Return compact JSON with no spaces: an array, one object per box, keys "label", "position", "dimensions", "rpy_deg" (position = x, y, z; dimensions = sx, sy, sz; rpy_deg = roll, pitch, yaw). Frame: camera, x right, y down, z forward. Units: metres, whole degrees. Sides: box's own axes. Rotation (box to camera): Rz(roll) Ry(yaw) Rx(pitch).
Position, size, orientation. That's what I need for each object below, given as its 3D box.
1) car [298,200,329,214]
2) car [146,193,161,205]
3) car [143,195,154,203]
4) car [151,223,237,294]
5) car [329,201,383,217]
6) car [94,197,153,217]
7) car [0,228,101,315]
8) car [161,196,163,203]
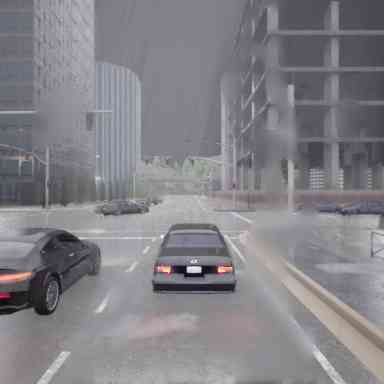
[{"label":"car","position":[12.969,1.508,33.733],"dimensions":[4.181,1.385,1.994],"rpy_deg":[0,0,0]},{"label":"car","position":[-7.207,1.221,58.513],"dimensions":[2.150,2.045,5.566],"rpy_deg":[0,0,0]},{"label":"car","position":[-7.206,1.564,49.195],"dimensions":[1.994,1.385,4.181],"rpy_deg":[0,0,0]},{"label":"car","position":[0.051,1.547,8.937],"dimensions":[2.033,1.411,5.357],"rpy_deg":[0,0,0]},{"label":"car","position":[15.837,1.492,30.250],"dimensions":[5.357,1.411,2.033],"rpy_deg":[0,0,0]},{"label":"car","position":[-6.526,1.517,31.229],"dimensions":[2.033,1.411,5.357],"rpy_deg":[0,0,39]},{"label":"car","position":[-3.456,1.526,7.419],"dimensions":[1.812,1.442,4.674],"rpy_deg":[0,0,0]},{"label":"car","position":[-7.161,1.352,68.336],"dimensions":[2.097,1.767,4.553],"rpy_deg":[0,0,0]}]
